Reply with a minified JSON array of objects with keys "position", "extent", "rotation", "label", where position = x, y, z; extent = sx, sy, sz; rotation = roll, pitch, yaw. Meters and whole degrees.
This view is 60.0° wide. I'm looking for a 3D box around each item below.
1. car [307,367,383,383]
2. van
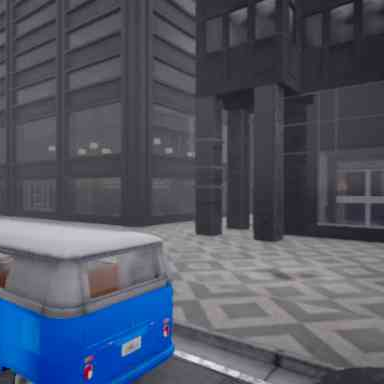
[{"position":[2.466,1.554,1.203],"extent":[4.403,1.369,2.008],"rotation":[0,0,36],"label":"car"},{"position":[-2.123,1.334,4.475],"extent":[3.998,1.788,1.690],"rotation":[0,0,36],"label":"van"}]
